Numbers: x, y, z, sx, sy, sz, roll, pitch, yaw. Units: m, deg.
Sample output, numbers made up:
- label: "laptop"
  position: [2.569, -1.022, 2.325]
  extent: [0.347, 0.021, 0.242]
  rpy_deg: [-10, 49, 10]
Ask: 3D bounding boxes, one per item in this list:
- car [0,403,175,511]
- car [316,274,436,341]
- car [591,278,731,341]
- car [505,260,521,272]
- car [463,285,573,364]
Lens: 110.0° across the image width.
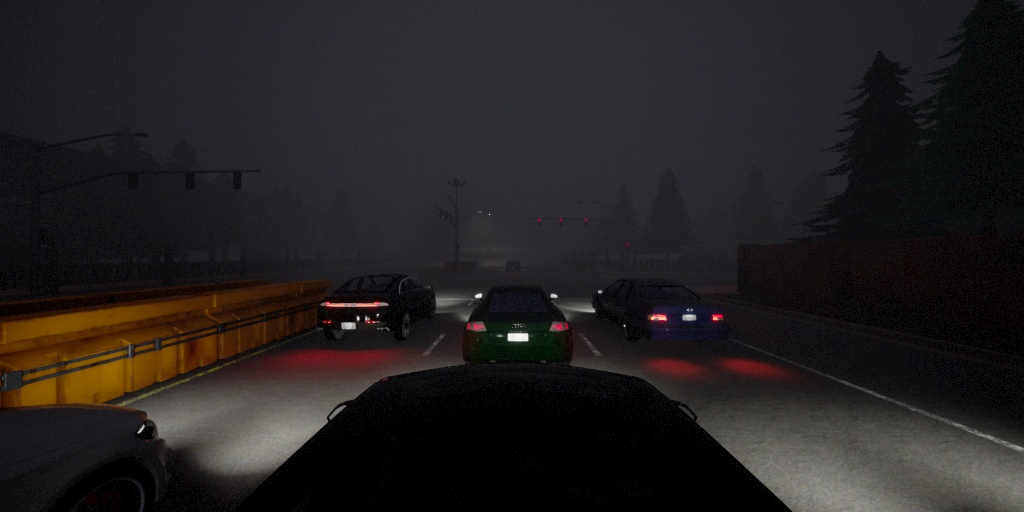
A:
- label: "car"
  position: [-3.403, 1.276, 0.651]
  extent: [1.812, 1.442, 4.674]
  rpy_deg: [0, 0, 0]
- label: "car"
  position: [-3.400, 1.241, 9.887]
  extent: [2.128, 1.511, 4.902]
  rpy_deg: [0, 0, 0]
- label: "car"
  position: [3.600, 1.297, 9.793]
  extent: [2.033, 1.411, 5.357]
  rpy_deg: [0, 0, 0]
- label: "car"
  position: [0.099, 1.228, 45.668]
  extent: [1.882, 1.535, 5.008]
  rpy_deg: [0, 0, 0]
- label: "car"
  position: [0.099, 1.314, 7.936]
  extent: [1.994, 1.385, 4.181]
  rpy_deg: [0, 0, 0]
